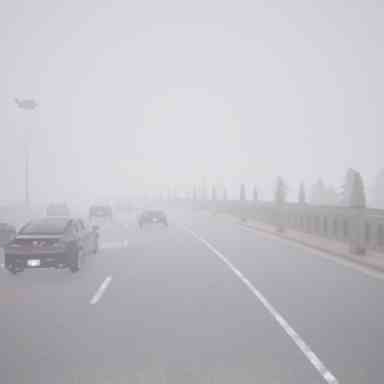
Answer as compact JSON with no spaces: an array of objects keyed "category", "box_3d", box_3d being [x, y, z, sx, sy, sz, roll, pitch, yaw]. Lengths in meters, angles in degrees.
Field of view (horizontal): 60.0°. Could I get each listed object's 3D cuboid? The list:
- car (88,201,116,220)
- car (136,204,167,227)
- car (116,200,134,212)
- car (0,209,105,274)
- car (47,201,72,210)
[{"category":"car","box_3d":[-7.974,1.540,28.928,1.882,1.535,5.008,0,0,-16]},{"category":"car","box_3d":[-2.845,1.562,23.245,1.812,1.442,4.674,0,0,-12]},{"category":"car","box_3d":[-8.350,1.640,40.303,1.994,1.385,4.181,0,0,-22]},{"category":"car","box_3d":[-4.238,1.533,10.761,1.837,1.490,4.892,0,0,-6]},{"category":"car","box_3d":[-12.052,1.572,30.228,2.128,1.511,4.902,0,0,-18]}]
